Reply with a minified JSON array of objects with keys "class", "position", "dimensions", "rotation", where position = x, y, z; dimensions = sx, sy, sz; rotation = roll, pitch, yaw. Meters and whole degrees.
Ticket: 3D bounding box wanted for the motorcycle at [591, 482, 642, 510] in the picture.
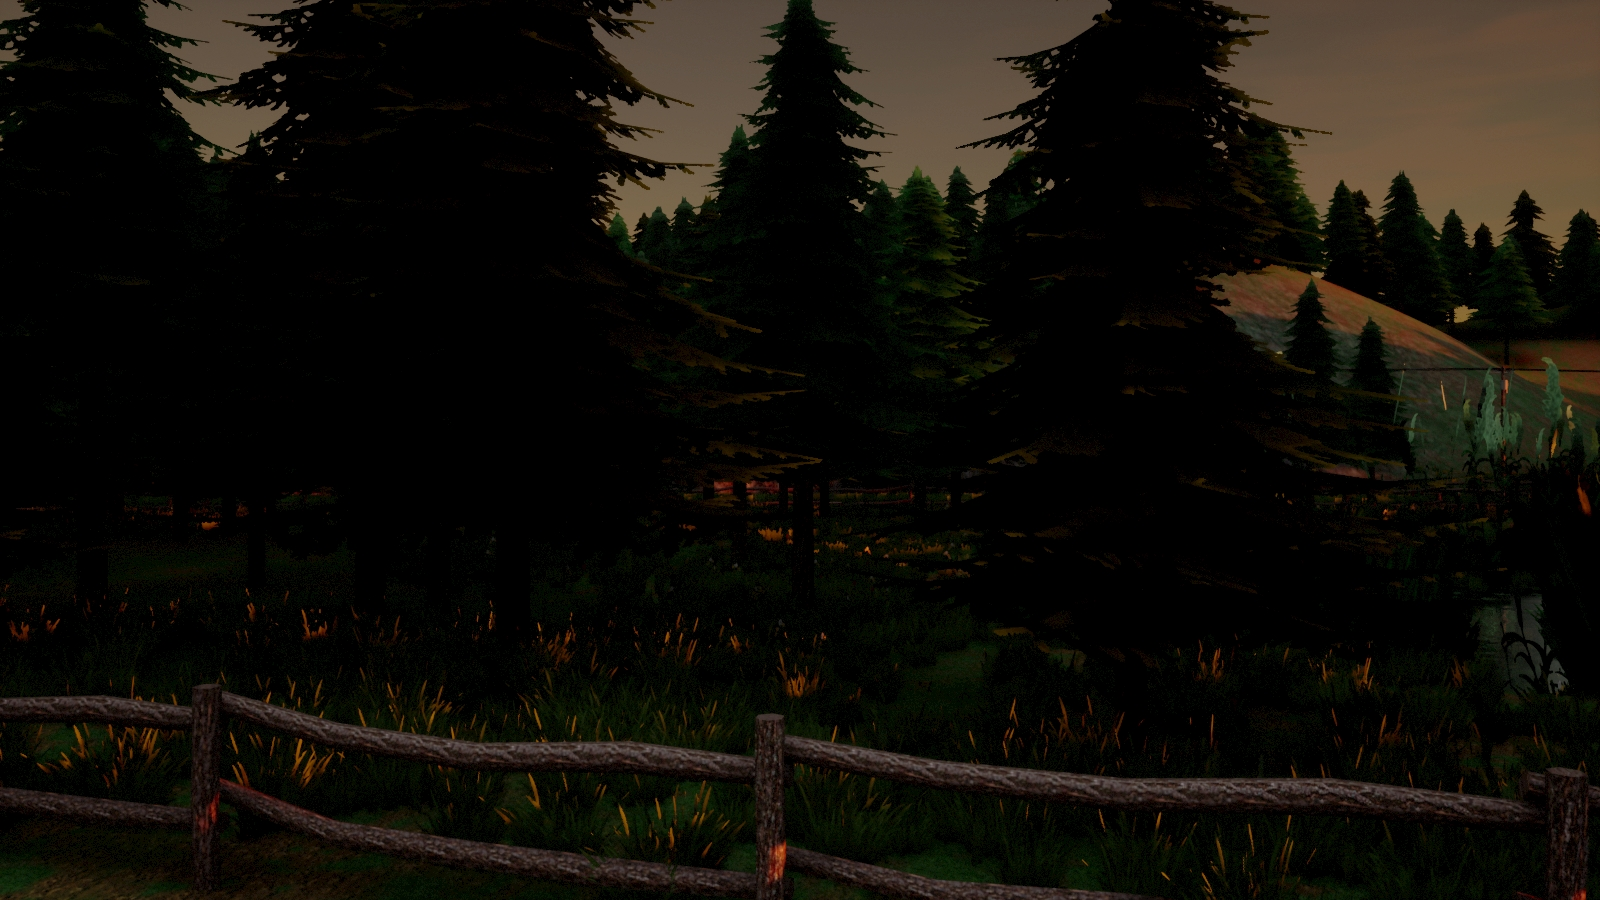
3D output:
[{"class":"motorcycle","position":[-8.702,2.178,54.116],"dimensions":[2.209,1.251,0.867],"rotation":[0,0,14]}]
